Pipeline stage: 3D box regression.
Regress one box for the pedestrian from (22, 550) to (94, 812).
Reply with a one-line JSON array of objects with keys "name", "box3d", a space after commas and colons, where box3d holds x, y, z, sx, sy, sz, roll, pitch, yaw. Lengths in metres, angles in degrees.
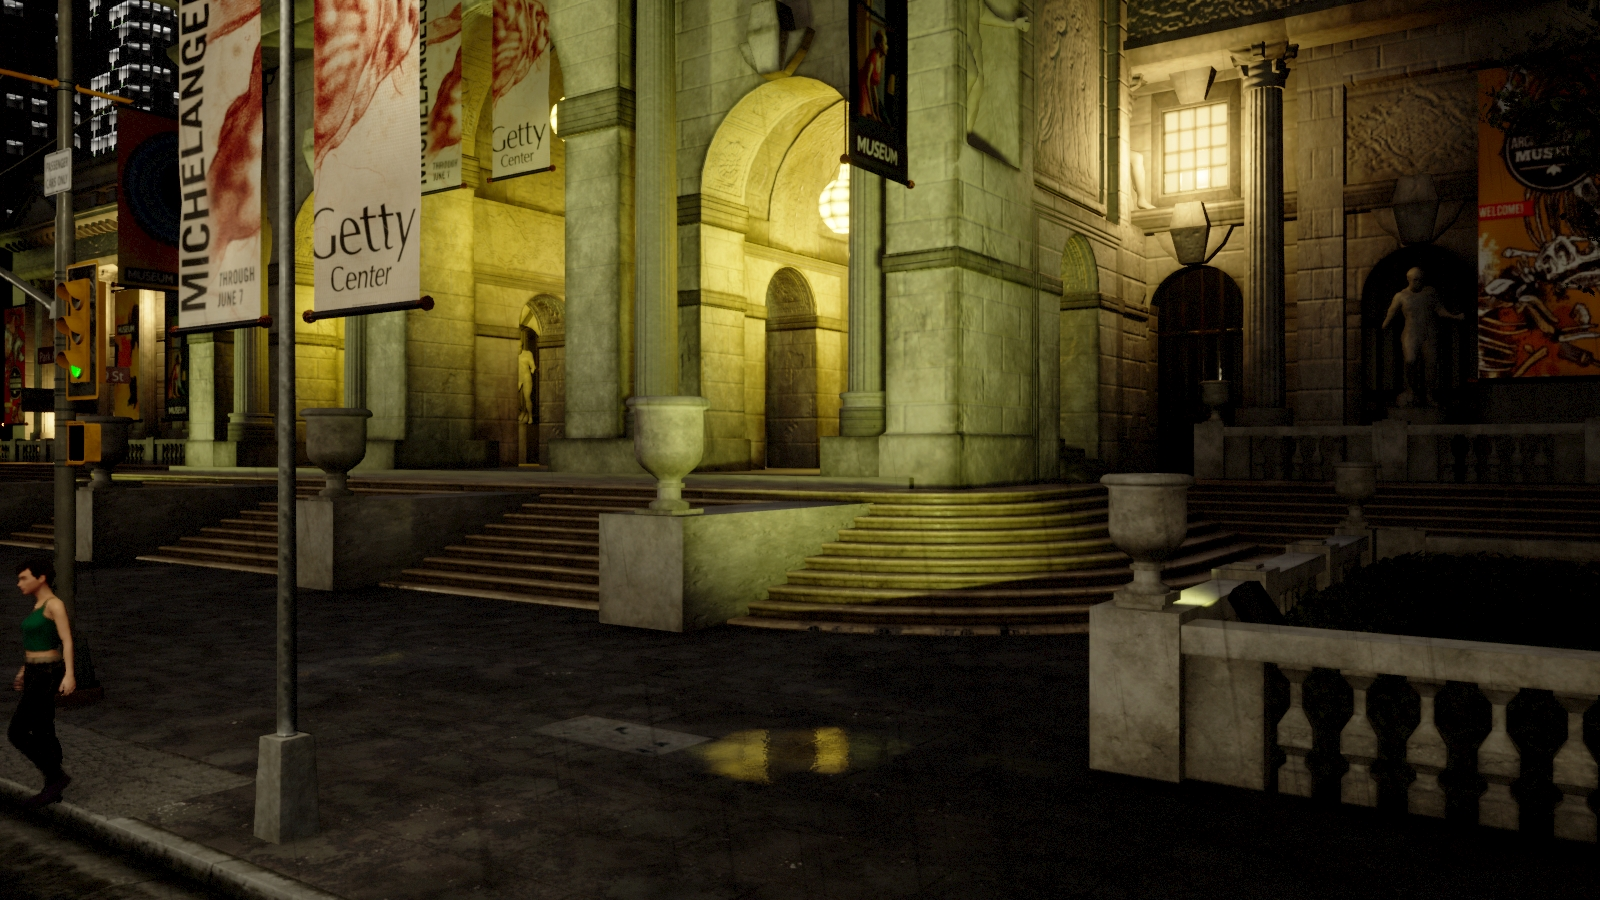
[{"name": "pedestrian", "box3d": [-5.549, 1.698, 8.548, 0.375, 1.860, 0.375, 0, 0, 43]}]
